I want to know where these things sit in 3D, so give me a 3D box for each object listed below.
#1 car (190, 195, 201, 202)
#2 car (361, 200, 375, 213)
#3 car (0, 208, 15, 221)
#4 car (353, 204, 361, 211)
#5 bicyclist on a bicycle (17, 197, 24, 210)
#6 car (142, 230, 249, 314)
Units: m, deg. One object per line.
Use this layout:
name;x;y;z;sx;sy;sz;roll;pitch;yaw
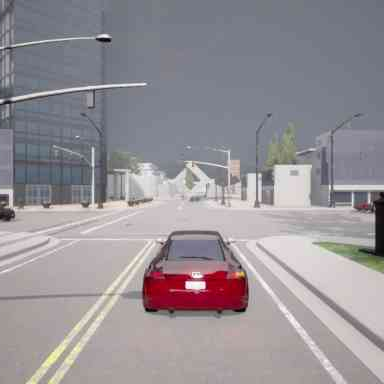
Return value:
car;0.772;1.524;77.317;1.812;1.442;4.674;0;0;12
car;20.214;1.553;33.644;4.718;1.301;1.895;0;0;0
car;-16.602;1.587;26.151;5.008;1.535;1.882;-1;0;0
car;20.656;1.553;37.139;4.718;1.301;1.895;0;0;0
bicyclist on a bicycle;-21.982;1.466;42.585;0.582;1.620;1.656;-1;0;0
car;0.074;1.564;7.695;1.994;1.385;4.181;0;0;0
